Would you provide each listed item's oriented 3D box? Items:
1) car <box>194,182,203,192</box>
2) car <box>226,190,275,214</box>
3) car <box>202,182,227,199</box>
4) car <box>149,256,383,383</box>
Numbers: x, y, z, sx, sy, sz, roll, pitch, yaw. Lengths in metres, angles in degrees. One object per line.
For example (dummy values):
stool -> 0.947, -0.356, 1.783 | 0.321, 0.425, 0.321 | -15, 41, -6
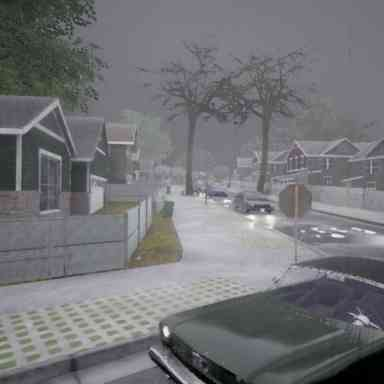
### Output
car -> 1.419, -0.688, 50.728 | 2.128, 1.511, 4.902 | 1, 3, -6
car -> 4.235, 0.660, 23.855 | 2.033, 1.411, 5.357 | 1, 3, -6
car -> 2.762, -0.083, 37.773 | 1.882, 1.535, 5.008 | 1, 2, -6
car -> 1.897, 1.610, 4.218 | 4.718, 1.301, 1.895 | 0, 0, -34
